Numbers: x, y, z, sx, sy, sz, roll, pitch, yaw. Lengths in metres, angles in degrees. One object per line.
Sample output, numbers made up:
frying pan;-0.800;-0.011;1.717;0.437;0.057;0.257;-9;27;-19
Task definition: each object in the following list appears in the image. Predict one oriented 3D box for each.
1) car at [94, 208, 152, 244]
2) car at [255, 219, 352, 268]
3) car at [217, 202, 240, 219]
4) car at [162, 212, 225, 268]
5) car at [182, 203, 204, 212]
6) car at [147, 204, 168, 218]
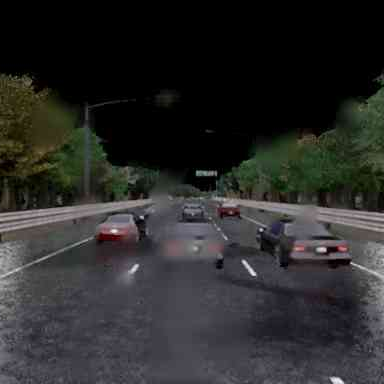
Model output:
car;-3.418;1.709;16.647;1.994;1.385;4.181;0;0;0
car;3.564;1.650;11.631;2.033;1.411;5.357;0;0;0
car;3.584;1.764;33.050;1.882;1.535;5.008;0;0;0
car;0.064;1.649;11.633;2.033;1.411;5.357;0;0;0
car;0.079;1.765;31.462;2.128;1.511;4.902;0;0;0
car;-3.420;1.842;32.107;1.994;1.385;4.181;0;0;0
